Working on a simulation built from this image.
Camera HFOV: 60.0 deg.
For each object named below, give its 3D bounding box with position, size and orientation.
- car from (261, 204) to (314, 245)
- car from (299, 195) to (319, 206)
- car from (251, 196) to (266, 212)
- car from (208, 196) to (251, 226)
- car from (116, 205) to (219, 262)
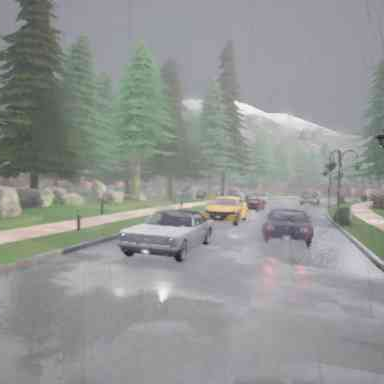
[{"bbox_3d":[4.226,1.387,14.600,1.895,1.301,4.718,3,2,17],"label":"car"},{"bbox_3d":[14.822,1.020,41.855,1.895,1.301,4.718,3,2,28],"label":"car"},{"bbox_3d":[5.340,0.998,29.706,1.895,1.301,4.718,3,2,20],"label":"car"},{"bbox_3d":[2.140,1.022,20.184,1.882,1.535,5.008,3,2,17],"label":"car"},{"bbox_3d":[-0.630,1.294,11.218,1.895,1.301,4.718,3,2,17],"label":"car"}]
